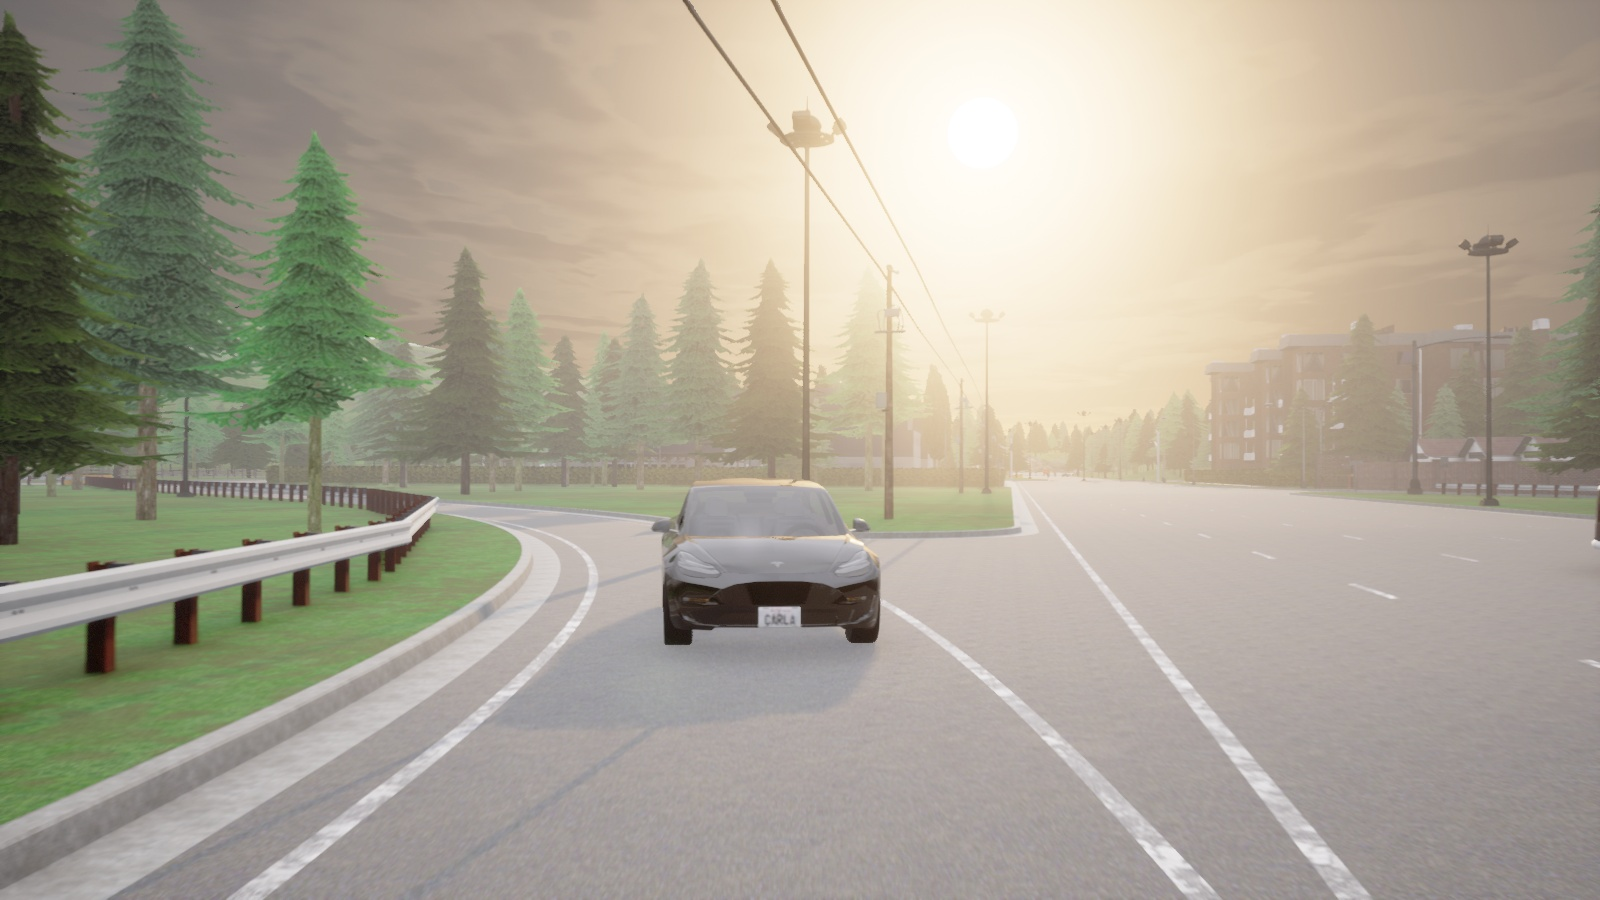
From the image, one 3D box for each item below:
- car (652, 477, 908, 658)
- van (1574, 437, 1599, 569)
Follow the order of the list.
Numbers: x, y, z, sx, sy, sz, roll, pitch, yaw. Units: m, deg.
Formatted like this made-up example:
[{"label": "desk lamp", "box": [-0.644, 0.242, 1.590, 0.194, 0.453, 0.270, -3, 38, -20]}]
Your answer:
[{"label": "car", "box": [-0.434, 1.034, 12.994, 2.163, 1.488, 4.792, 0, -1, -7]}, {"label": "van", "box": [13.108, 0.783, 17.799, 2.069, 2.038, 4.480, 0, -1, 9]}]
